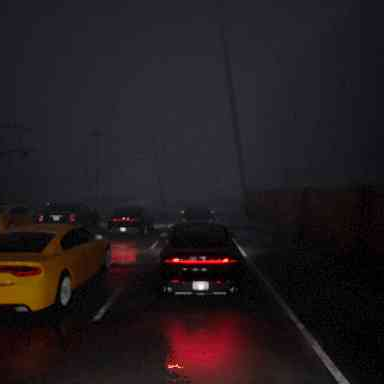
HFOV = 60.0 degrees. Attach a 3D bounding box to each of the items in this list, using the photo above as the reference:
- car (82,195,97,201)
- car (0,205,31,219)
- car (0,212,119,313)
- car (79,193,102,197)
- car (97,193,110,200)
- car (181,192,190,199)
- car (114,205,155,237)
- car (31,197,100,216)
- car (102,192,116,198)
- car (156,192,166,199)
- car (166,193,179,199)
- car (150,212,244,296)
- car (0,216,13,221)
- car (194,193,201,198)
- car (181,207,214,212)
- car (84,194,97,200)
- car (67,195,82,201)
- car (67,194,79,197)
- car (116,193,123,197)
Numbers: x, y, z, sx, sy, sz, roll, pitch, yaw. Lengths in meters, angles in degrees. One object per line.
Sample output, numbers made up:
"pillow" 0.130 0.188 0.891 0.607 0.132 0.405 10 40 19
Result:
"car" -23.445 1.388 76.144 1.994 1.385 4.181 0 1 1
"car" -10.184 1.458 18.588 1.882 1.535 5.008 0 0 1
"car" -3.317 1.469 7.799 1.882 1.535 5.008 0 0 1
"car" -20.148 1.242 66.223 2.097 1.767 4.553 0 0 1
"car" -23.210 1.067 87.427 2.097 1.767 4.553 0 1 1
"car" -2.044 0.945 95.185 2.097 1.767 4.553 0 1 1
"car" -3.188 1.486 17.878 1.837 1.490 4.892 0 0 0
"car" -6.683 1.332 18.573 2.097 1.767 4.553 0 0 1
"car" -19.932 1.054 76.770 2.150 2.045 5.566 0 1 1
"car" -9.051 1.070 94.951 1.882 1.535 5.008 0 1 1
"car" -5.551 1.117 94.874 2.128 1.511 4.902 0 1 1
"car" 0.194 1.495 8.620 1.837 1.490 4.892 0 0 1
"car" -6.805 1.555 8.553 1.994 1.385 4.181 0 0 0
"car" 1.456 1.142 95.145 1.994 1.385 4.181 0 1 1
"car" 0.320 1.544 18.737 1.994 1.385 4.181 0 0 1
"car" -26.706 1.304 87.697 1.895 1.301 4.718 0 1 1
"car" -26.941 1.387 76.381 1.994 1.385 4.181 0 1 1
"car" -23.647 1.261 66.285 2.097 1.767 4.553 0 0 1
"car" -19.690 1.053 88.350 2.097 1.767 4.553 0 1 1
